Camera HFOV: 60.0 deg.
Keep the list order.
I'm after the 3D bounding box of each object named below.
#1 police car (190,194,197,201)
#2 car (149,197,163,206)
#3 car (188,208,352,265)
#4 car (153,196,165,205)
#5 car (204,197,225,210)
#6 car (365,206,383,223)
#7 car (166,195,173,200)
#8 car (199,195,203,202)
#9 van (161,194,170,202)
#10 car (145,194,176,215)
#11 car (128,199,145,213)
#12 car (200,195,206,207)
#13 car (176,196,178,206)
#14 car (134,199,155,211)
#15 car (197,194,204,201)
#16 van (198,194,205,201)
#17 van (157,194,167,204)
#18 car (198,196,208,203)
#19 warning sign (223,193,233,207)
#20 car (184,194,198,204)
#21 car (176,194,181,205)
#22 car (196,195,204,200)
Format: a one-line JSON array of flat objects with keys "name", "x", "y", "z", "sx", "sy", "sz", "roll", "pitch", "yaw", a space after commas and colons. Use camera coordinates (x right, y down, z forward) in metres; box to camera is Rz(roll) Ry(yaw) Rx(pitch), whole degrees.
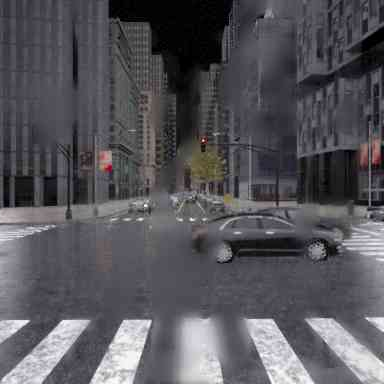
[{"name": "police car", "x": 0.452, "y": 1.462, "z": 90.604, "sx": 1.930, "sy": 1.638, "sz": 5.238, "roll": 0, "pitch": 0, "yaw": 0}, {"name": "car", "x": -5.989, "y": 1.578, "z": 55.941, "sx": 1.947, "sy": 1.339, "sz": 4.313, "roll": 0, "pitch": 0, "yaw": 0}, {"name": "car", "x": 2.323, "y": 1.446, "z": 10.994, "sx": 4.892, "sy": 1.490, "sz": 1.837, "roll": -1, "pitch": 0, "yaw": 0}, {"name": "car", "x": -6.023, "y": 1.540, "z": 61.184, "sx": 1.752, "sy": 1.417, "sz": 4.829, "roll": 0, "pitch": 0, "yaw": 0}, {"name": "car", "x": 2.662, "y": 1.555, "z": 36.429, "sx": 2.008, "sy": 1.369, "sz": 4.403, "roll": 0, "pitch": 0, "yaw": 0}, {"name": "car", "x": 13.588, "y": 1.215, "z": 20.992, "sx": 4.902, "sy": 1.511, "sz": 2.128, "roll": -1, "pitch": 0, "yaw": 0}, {"name": "car", "x": -6.233, "y": 1.623, "z": 93.832, "sx": 1.802, "sy": 1.307, "sz": 4.206, "roll": 0, "pitch": 0, "yaw": 0}, {"name": "car", "x": 2.557, "y": 1.561, "z": 52.762, "sx": 2.008, "sy": 1.369, "sz": 4.403, "roll": 0, "pitch": 0, "yaw": 0}, {"name": "van", "x": -6.129, "y": 1.367, "z": 77.594, "sx": 1.690, "sy": 1.788, "sz": 3.998, "roll": 0, "pitch": 0, "yaw": 0}, {"name": "car", "x": -3.183, "y": 1.226, "z": 34.690, "sx": 2.150, "sy": 2.045, "sz": 5.566, "roll": 0, "pitch": 0, "yaw": 0}, {"name": "car", "x": -5.863, "y": 1.555, "z": 36.377, "sx": 2.008, "sy": 1.369, "sz": 4.403, "roll": 0, "pitch": 0, "yaw": 0}, {"name": "car", "x": 2.592, "y": 1.552, "z": 47.318, "sx": 1.887, "sy": 1.381, "sz": 4.507, "roll": 0, "pitch": 0, "yaw": 0}, {"name": "car", "x": -3.247, "y": 1.608, "z": 44.642, "sx": 1.895, "sy": 1.301, "sz": 4.718, "roll": 0, "pitch": 0, "yaw": 0}, {"name": "car", "x": -5.895, "y": 1.557, "z": 41.370, "sx": 2.008, "sy": 1.369, "sz": 4.403, "roll": 0, "pitch": 0, "yaw": 0}, {"name": "car", "x": 2.493, "y": 1.566, "z": 62.634, "sx": 2.008, "sy": 1.369, "sz": 4.403, "roll": 0, "pitch": 0, "yaw": 0}, {"name": "van", "x": 2.356, "y": 1.372, "z": 83.790, "sx": 1.690, "sy": 1.788, "sz": 3.998, "roll": 0, "pitch": 0, "yaw": 0}, {"name": "van", "x": -6.059, "y": 1.359, "z": 66.767, "sx": 1.690, "sy": 1.788, "sz": 3.998, "roll": 0, "pitch": 0, "yaw": 0}, {"name": "car", "x": 2.425, "y": 1.588, "z": 73.213, "sx": 1.947, "sy": 1.339, "sz": 4.313, "roll": 0, "pitch": 0, "yaw": 0}, {"name": "warning sign", "x": 4.912, "y": 1.122, "z": 45.519, "sx": 1.300, "sy": 1.860, "sz": 1.060, "roll": 0, "pitch": 0, "yaw": 0}, {"name": "car", "x": -0.287, "y": 1.543, "z": 65.595, "sx": 1.812, "sy": 1.442, "sz": 4.674, "roll": 0, "pitch": 0, "yaw": 0}, {"name": "car", "x": -3.308, "y": 1.538, "z": 56.667, "sx": 1.812, "sy": 1.442, "sz": 4.674, "roll": 0, "pitch": 0, "yaw": 0}, {"name": "car", "x": 2.289, "y": 1.592, "z": 94.367, "sx": 2.008, "sy": 1.369, "sz": 4.403, "roll": 0, "pitch": 0, "yaw": 0}]
